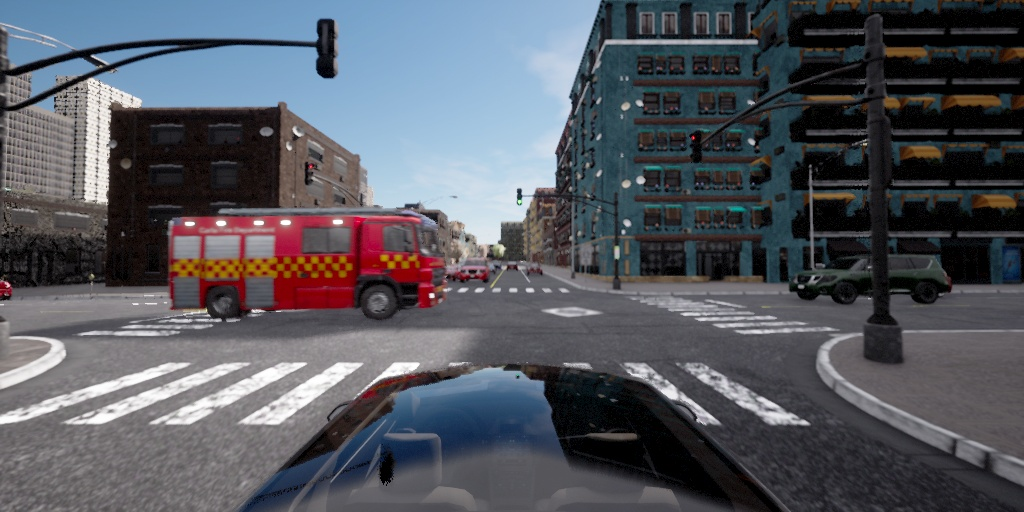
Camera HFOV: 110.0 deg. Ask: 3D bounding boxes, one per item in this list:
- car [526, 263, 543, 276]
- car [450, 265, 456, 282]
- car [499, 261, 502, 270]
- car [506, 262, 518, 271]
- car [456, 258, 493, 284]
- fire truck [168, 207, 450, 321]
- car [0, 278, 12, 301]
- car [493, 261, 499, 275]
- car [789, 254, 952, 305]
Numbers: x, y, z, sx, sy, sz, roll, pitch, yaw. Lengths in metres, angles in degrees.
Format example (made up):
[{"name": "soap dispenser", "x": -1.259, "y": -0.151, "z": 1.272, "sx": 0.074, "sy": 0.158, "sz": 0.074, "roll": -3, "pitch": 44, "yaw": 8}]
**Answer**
[{"name": "car", "x": 2.734, "y": 1.539, "z": 44.189, "sx": 1.967, "sy": 1.591, "sz": 4.097, "roll": 0, "pitch": 0, "yaw": 0}, {"name": "car", "x": -5.735, "y": 1.551, "z": 32.768, "sx": 1.888, "sy": 1.381, "sz": 4.507, "roll": 0, "pitch": 0, "yaw": 0}, {"name": "car", "x": -2.936, "y": 1.628, "z": 65.061, "sx": 2.097, "sy": 1.767, "sz": 4.553, "roll": 0, "pitch": 0, "yaw": 0}, {"name": "car", "x": 0.059, "y": 1.708, "z": 60.021, "sx": 1.882, "sy": 1.535, "sz": 5.008, "roll": 0, "pitch": 0, "yaw": 0}, {"name": "car", "x": -3.058, "y": 1.207, "z": 30.488, "sx": 2.150, "sy": 2.045, "sz": 5.566, "roll": 0, "pitch": 0, "yaw": 0}, {"name": "fire truck", "x": -6.800, "y": 0.185, "z": 12.780, "sx": 8.468, "sy": 3.827, "sz": 2.891, "roll": -1, "pitch": 0, "yaw": 1}, {"name": "car", "x": -29.296, "y": 1.647, "z": 18.812, "sx": 4.097, "sy": 1.591, "sz": 1.967, "roll": 0, "pitch": 0, "yaw": 1}, {"name": "car", "x": -3.040, "y": 1.644, "z": 46.365, "sx": 1.812, "sy": 1.442, "sz": 4.674, "roll": 0, "pitch": 0, "yaw": 0}, {"name": "car", "x": 15.406, "y": 0.978, "z": 15.666, "sx": 5.566, "sy": 2.045, "sz": 2.150, "roll": 0, "pitch": -2, "yaw": 1}]
